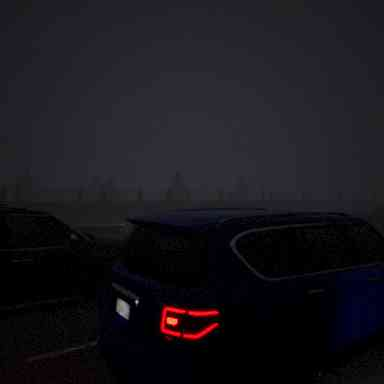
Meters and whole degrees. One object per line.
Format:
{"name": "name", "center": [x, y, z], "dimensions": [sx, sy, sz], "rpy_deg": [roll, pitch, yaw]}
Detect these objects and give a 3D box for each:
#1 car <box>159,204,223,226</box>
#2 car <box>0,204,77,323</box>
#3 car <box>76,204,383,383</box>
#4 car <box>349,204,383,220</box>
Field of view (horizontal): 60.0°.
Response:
{"name": "car", "center": [-0.017, 1.687, 25.380], "dimensions": [4.674, 1.442, 1.812], "rpy_deg": [1, 0, -34]}
{"name": "car", "center": [-3.214, 1.229, 5.753], "dimensions": [5.566, 2.045, 2.150], "rpy_deg": [1, 0, -35]}
{"name": "car", "center": [1.503, 1.264, 4.818], "dimensions": [5.566, 2.045, 2.150], "rpy_deg": [1, 0, -35]}
{"name": "car", "center": [17.515, 1.882, 31.999], "dimensions": [4.674, 1.442, 1.812], "rpy_deg": [1, 0, -26]}
